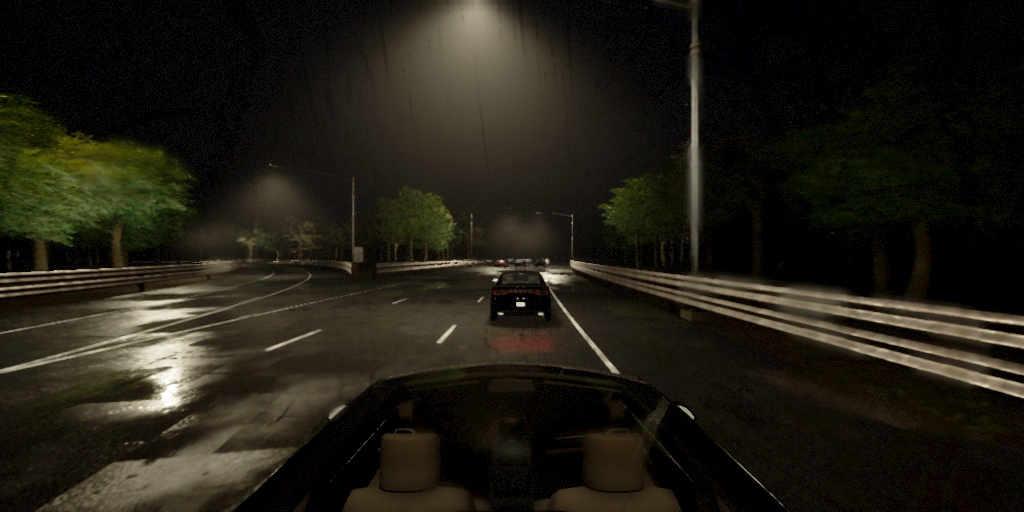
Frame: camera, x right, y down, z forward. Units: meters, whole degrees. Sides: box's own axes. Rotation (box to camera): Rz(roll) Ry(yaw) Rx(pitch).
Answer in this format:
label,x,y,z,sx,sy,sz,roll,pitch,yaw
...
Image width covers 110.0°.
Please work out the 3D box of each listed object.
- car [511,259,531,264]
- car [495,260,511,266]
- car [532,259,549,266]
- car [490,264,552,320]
label,x,y,z,sx,sy,sz,roll,pitch,yaw
car,1.645,1.298,64.878,2.128,1.511,4.902,0,0,10
car,-1.824,1.368,65.347,1.994,1.385,4.181,0,0,10
car,5.176,1.315,64.784,1.837,1.490,4.892,0,0,10
car,0.313,1.230,12.727,1.882,1.535,5.008,0,0,2
